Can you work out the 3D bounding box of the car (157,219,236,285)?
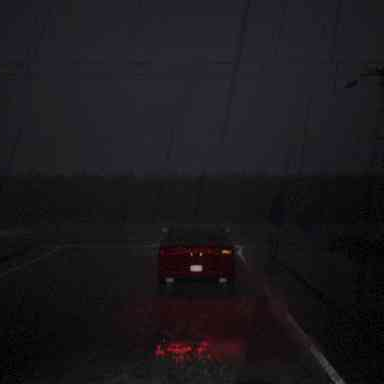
[{"bbox_3d":[0.128,1.507,9.668,1.882,1.535,5.008,0,0,1],"label":"car"}]
